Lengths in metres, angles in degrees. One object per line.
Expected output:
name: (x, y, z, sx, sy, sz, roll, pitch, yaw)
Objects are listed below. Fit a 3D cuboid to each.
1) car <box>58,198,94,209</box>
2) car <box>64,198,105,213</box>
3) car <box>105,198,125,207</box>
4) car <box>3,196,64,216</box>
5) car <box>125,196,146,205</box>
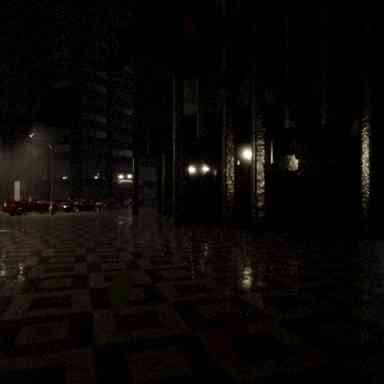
car: (-15.967, 1.540, 46.101, 1.887, 1.381, 4.507, 0, 0, 35)
car: (-12.186, 1.571, 36.589, 1.947, 1.339, 4.313, 0, 0, 35)
car: (-12.754, 1.574, 50.736, 1.802, 1.307, 4.206, 0, 0, 35)
car: (-15.399, 1.323, 31.953, 2.192, 1.841, 5.009, 0, 0, 35)
car: (-9.542, 1.429, 55.371, 1.967, 1.590, 4.097, 0, 0, 35)
